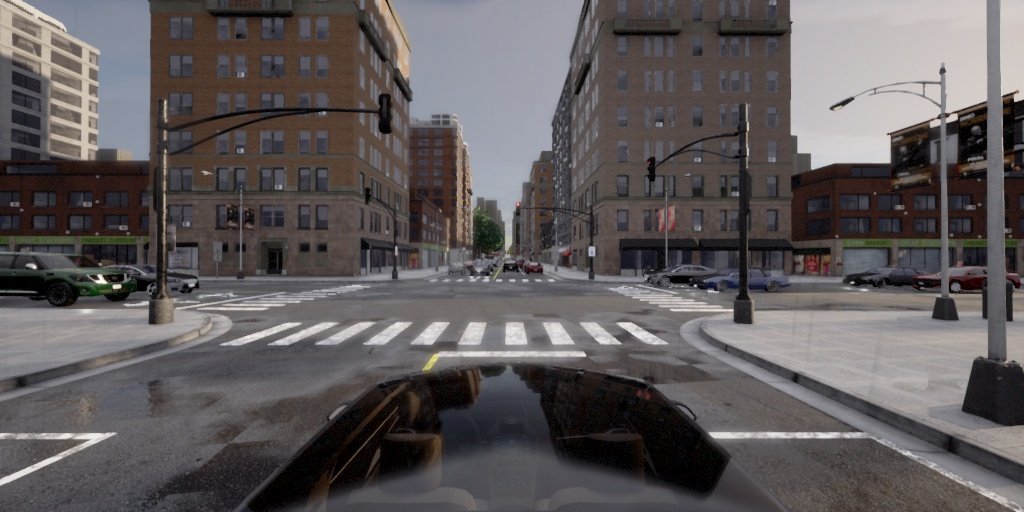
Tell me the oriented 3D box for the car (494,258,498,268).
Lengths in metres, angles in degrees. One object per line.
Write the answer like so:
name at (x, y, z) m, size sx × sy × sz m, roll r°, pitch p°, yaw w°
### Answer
car at (-3.360, 1.337, 47.442) m, size 2.033 × 1.411 × 5.357 m, roll 0°, pitch 0°, yaw -1°

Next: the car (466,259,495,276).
car at (-3.255, 1.266, 37.638) m, size 2.128 × 1.511 × 4.902 m, roll 0°, pitch 0°, yaw 0°

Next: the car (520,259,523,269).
car at (2.414, 1.352, 45.492) m, size 1.948 × 1.339 × 4.313 m, roll 0°, pitch 0°, yaw -1°

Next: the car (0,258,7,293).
car at (-28.377, 0.977, 17.445) m, size 4.553 × 1.767 × 2.097 m, roll 0°, pitch 0°, yaw -1°

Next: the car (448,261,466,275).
car at (-6.050, 1.327, 39.895) m, size 2.007 × 1.370 × 4.403 m, roll 0°, pitch 0°, yaw -1°

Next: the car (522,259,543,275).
car at (2.475, 1.322, 39.985) m, size 1.888 × 1.381 × 4.507 m, roll 0°, pitch 0°, yaw -1°

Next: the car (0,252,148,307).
car at (-18.469, 0.858, 14.268) m, size 5.566 × 2.045 × 2.150 m, roll 0°, pitch 0°, yaw 0°

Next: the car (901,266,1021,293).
car at (26.801, 1.365, 21.299) m, size 5.008 × 1.535 × 1.882 m, roll 0°, pitch 0°, yaw 0°

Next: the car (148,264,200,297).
car at (-18.119, 1.155, 17.514) m, size 4.902 × 1.511 × 2.128 m, roll 0°, pitch 0°, yaw -1°

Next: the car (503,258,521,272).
car at (-0.173, 1.267, 47.215) m, size 1.882 × 1.535 × 5.008 m, roll 0°, pitch 0°, yaw -1°

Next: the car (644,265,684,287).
car at (11.638, 1.339, 24.522) m, size 4.902 × 1.511 × 2.128 m, roll 0°, pitch 0°, yaw 1°

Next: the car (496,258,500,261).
car at (-3.493, 1.330, 62.132) m, size 1.837 × 1.490 × 4.892 m, roll 0°, pitch 0°, yaw 0°

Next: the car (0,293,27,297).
car at (-5.856, 1.190, 1.534) m, size 1.967 × 1.591 × 4.097 m, roll 0°, pitch 0°, yaw 0°

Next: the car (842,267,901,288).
car at (25.965, 1.457, 24.546) m, size 5.357 × 1.411 × 2.033 m, roll 0°, pitch 0°, yaw 0°

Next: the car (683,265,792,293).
car at (13.408, 1.375, 21.169) m, size 5.357 × 1.411 × 2.033 m, roll 0°, pitch 0°, yaw -3°
